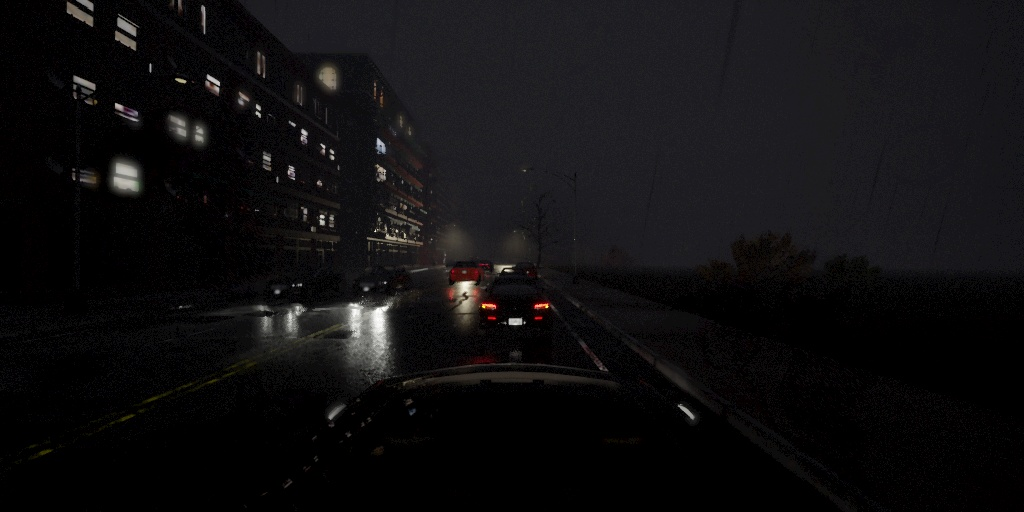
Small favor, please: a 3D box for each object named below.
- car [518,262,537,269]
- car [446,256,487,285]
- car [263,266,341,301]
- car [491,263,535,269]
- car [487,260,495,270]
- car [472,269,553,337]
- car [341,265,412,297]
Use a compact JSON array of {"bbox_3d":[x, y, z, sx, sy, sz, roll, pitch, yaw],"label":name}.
[{"bbox_3d":[1.065,1.232,29.878,1.882,1.535,5.008,0,0,0],"label":"car"},{"bbox_3d":[-3.215,1.105,26.264,2.097,1.767,4.553,0,0,0],"label":"car"},{"bbox_3d":[-9.891,1.244,17.564,2.128,1.511,4.902,0,0,0],"label":"car"},{"bbox_3d":[0.053,1.317,20.350,1.994,1.385,4.181,0,0,0],"label":"car"},{"bbox_3d":[-3.260,1.252,44.571,1.837,1.490,4.892,0,-2,0],"label":"car"},{"bbox_3d":[0.070,1.277,10.183,1.812,1.442,4.674,0,0,0],"label":"car"},{"bbox_3d":[-6.645,1.244,18.794,2.128,1.511,4.902,0,0,0],"label":"car"}]
